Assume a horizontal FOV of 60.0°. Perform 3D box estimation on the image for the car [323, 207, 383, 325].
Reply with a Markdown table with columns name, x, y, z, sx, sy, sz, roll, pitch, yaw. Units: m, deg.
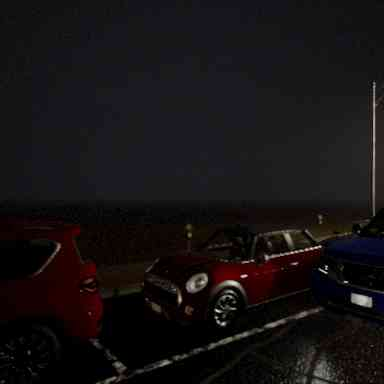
| name | x | y | z | sx | sy | sz | roll | pitch | yaw |
| --- | --- | --- | --- | --- | --- | --- | --- | --- | --- |
| car | 4.704 | 1.214 | 6.416 | 5.566 | 2.045 | 2.150 | 0 | 0 | -35 |

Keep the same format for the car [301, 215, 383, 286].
| name | x | y | z | sx | sy | sz | roll | pitch | yaw |
| --- | --- | --- | --- | --- | --- | --- | --- | --- | --- |
| car | 5.527 | 1.540 | 10.028 | 4.403 | 1.369 | 2.008 | 0 | 1 | -35 |

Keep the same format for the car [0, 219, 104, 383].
| name | x | y | z | sx | sy | sz | roll | pitch | yaw |
| --- | --- | --- | --- | --- | --- | --- | --- | --- | --- |
| car | -3.487 | 1.316 | 3.597 | 5.009 | 1.841 | 2.192 | 0 | 1 | -35 |

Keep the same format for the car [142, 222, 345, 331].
| name | x | y | z | sx | sy | sz | roll | pitch | yaw |
| --- | --- | --- | --- | --- | --- | --- | --- | --- | --- |
| car | 1.020 | 1.435 | 6.813 | 4.097 | 1.590 | 1.967 | 0 | 1 | -35 |
